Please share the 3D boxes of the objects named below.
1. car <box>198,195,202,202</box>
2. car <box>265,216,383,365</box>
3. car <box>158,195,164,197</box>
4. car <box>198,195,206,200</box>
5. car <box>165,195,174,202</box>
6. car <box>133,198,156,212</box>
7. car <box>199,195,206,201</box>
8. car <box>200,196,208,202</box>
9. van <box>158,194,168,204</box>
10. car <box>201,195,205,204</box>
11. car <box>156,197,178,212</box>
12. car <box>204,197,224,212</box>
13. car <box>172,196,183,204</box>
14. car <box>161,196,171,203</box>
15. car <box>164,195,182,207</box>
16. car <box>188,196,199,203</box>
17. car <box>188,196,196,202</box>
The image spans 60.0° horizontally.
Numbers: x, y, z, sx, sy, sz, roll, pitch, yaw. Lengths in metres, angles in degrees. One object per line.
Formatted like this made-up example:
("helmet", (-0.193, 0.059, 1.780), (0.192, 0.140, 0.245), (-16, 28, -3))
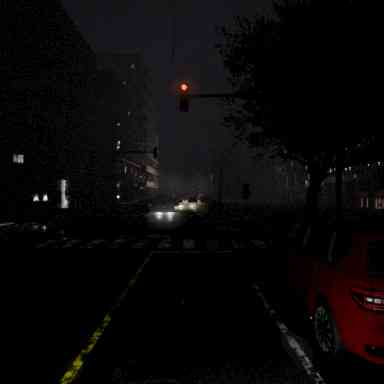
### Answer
("car", (2.736, 1.624, 65.859), (1.802, 1.307, 4.206), (0, 0, 0))
("car", (2.697, 1.315, 5.808), (2.192, 1.841, 5.009), (0, 0, 0))
("car", (-5.656, 1.573, 49.268), (2.008, 1.369, 4.403), (0, 0, 0))
("car", (2.754, 1.637, 93.523), (2.008, 1.369, 4.403), (0, 0, 0))
("car", (-5.634, 1.506, 82.464), (1.967, 1.590, 4.097), (0, 0, 0))
("car", (-5.663, 1.562, 38.202), (2.008, 1.369, 4.403), (0, 0, 0))
("car", (2.750, 1.620, 87.990), (1.887, 1.381, 4.507), (0, 0, 0))
("car", (2.743, 1.583, 77.095), (1.752, 1.417, 4.829), (0, 0, 0))
("van", (-5.645, 1.383, 65.866), (1.690, 1.788, 3.998), (0, 0, 0))
("car", (2.724, 1.548, 49.432), (1.752, 1.417, 4.829), (0, 0, 0))
("car", (-3.074, 1.576, 39.227), (1.994, 1.385, 4.181), (0, 0, 0))
("car", (2.717, 1.556, 38.196), (1.887, 1.381, 4.507), (0, 0, 0))
("car", (-2.958, 1.587, 68.142), (2.033, 1.411, 5.357), (0, 0, 0))
("car", (-5.641, 1.631, 71.398), (1.802, 1.307, 4.206), (0, 0, 0))
("car", (-3.059, 1.588, 51.863), (1.994, 1.385, 4.181), (0, 0, 0))
("car", (0.151, 1.611, 69.376), (1.994, 1.385, 4.181), (0, 0, 0))
("car", (0.055, 1.656, 79.278), (1.895, 1.301, 4.718), (0, 0, 0))
